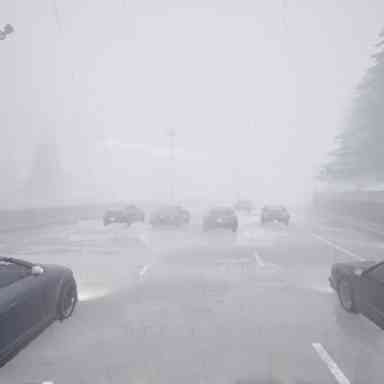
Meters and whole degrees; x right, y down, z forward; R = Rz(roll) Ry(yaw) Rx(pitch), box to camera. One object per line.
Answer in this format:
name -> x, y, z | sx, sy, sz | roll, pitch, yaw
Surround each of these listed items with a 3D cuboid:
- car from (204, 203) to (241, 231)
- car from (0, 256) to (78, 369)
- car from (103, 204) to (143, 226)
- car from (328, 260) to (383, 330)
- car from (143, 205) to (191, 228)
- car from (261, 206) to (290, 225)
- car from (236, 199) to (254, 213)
car -> 1.905, 1.620, 20.977 | 1.994, 1.385, 4.181 | 0, 0, 9
car -> -3.215, 1.576, 4.707 | 1.994, 1.385, 4.181 | 0, 0, 2
car -> -4.736, 1.588, 23.717 | 1.812, 1.442, 4.674 | 0, 0, 9
car -> 3.710, 1.560, 4.573 | 2.033, 1.411, 5.357 | 0, 0, 2
car -> -1.388, 1.608, 22.797 | 2.033, 1.411, 5.357 | 0, 0, 10
car -> 6.101, 1.667, 24.751 | 1.895, 1.301, 4.718 | 0, 0, 11
car -> 6.166, 1.609, 39.212 | 1.837, 1.490, 4.892 | 0, 0, 17
